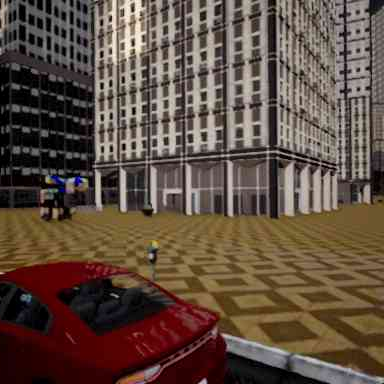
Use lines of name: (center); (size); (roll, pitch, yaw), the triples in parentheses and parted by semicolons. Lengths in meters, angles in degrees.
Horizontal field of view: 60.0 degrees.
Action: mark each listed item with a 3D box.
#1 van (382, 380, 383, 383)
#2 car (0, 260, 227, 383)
van: (2.815, 1.330, 1.023); (3.998, 1.788, 1.690); (0, 0, 35)
car: (-1.755, 1.556, 4.150); (4.507, 1.381, 1.887); (0, 0, 35)
